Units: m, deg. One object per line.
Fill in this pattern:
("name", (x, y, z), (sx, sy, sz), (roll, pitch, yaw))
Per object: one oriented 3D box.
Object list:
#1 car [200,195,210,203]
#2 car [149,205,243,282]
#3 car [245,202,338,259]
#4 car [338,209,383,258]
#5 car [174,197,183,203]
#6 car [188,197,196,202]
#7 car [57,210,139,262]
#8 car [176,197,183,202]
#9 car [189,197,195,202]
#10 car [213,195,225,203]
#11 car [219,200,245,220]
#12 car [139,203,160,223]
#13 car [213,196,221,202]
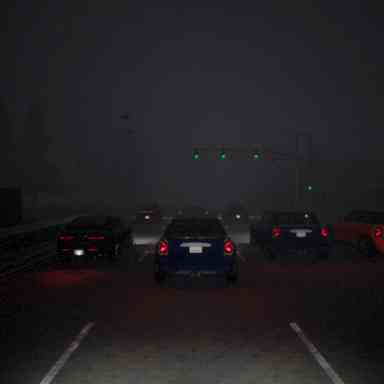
("car", (3.495, 2.070, 84.384), (2.033, 1.411, 5.357), (0, 0, 0))
("car", (0.094, 1.419, 10.131), (2.097, 1.767, 4.553), (0, 0, 0))
("car", (3.596, 1.436, 13.075), (2.097, 1.767, 4.553), (0, 0, 0))
("car", (7.096, 1.438, 13.289), (2.097, 1.767, 4.553), (0, 0, 0))
("car", (-3.505, 2.009, 84.384), (1.882, 1.535, 5.008), (0, 0, 0))
("car", (-0.005, 2.058, 84.801), (1.812, 1.442, 4.674), (0, 0, 0))
("car", (-3.403, 1.585, 12.446), (1.837, 1.490, 4.892), (0, 0, 0))
("car", (-3.506, 1.991, 94.805), (1.994, 1.385, 4.181), (0, 0, 0))
("car", (-0.006, 2.033, 94.835), (1.895, 1.301, 4.718), (0, 0, 0))
("car", (6.995, 1.756, 84.417), (2.150, 2.045, 5.566), (0, 0, 0))
("car", (3.596, 1.685, 28.311), (1.837, 1.490, 4.892), (0, -1, 0))
("car", (-3.405, 1.683, 27.692), (1.837, 1.490, 4.892), (0, 0, 0))
("car", (6.994, 1.915, 94.806), (1.882, 1.535, 5.008), (0, 0, 0))
